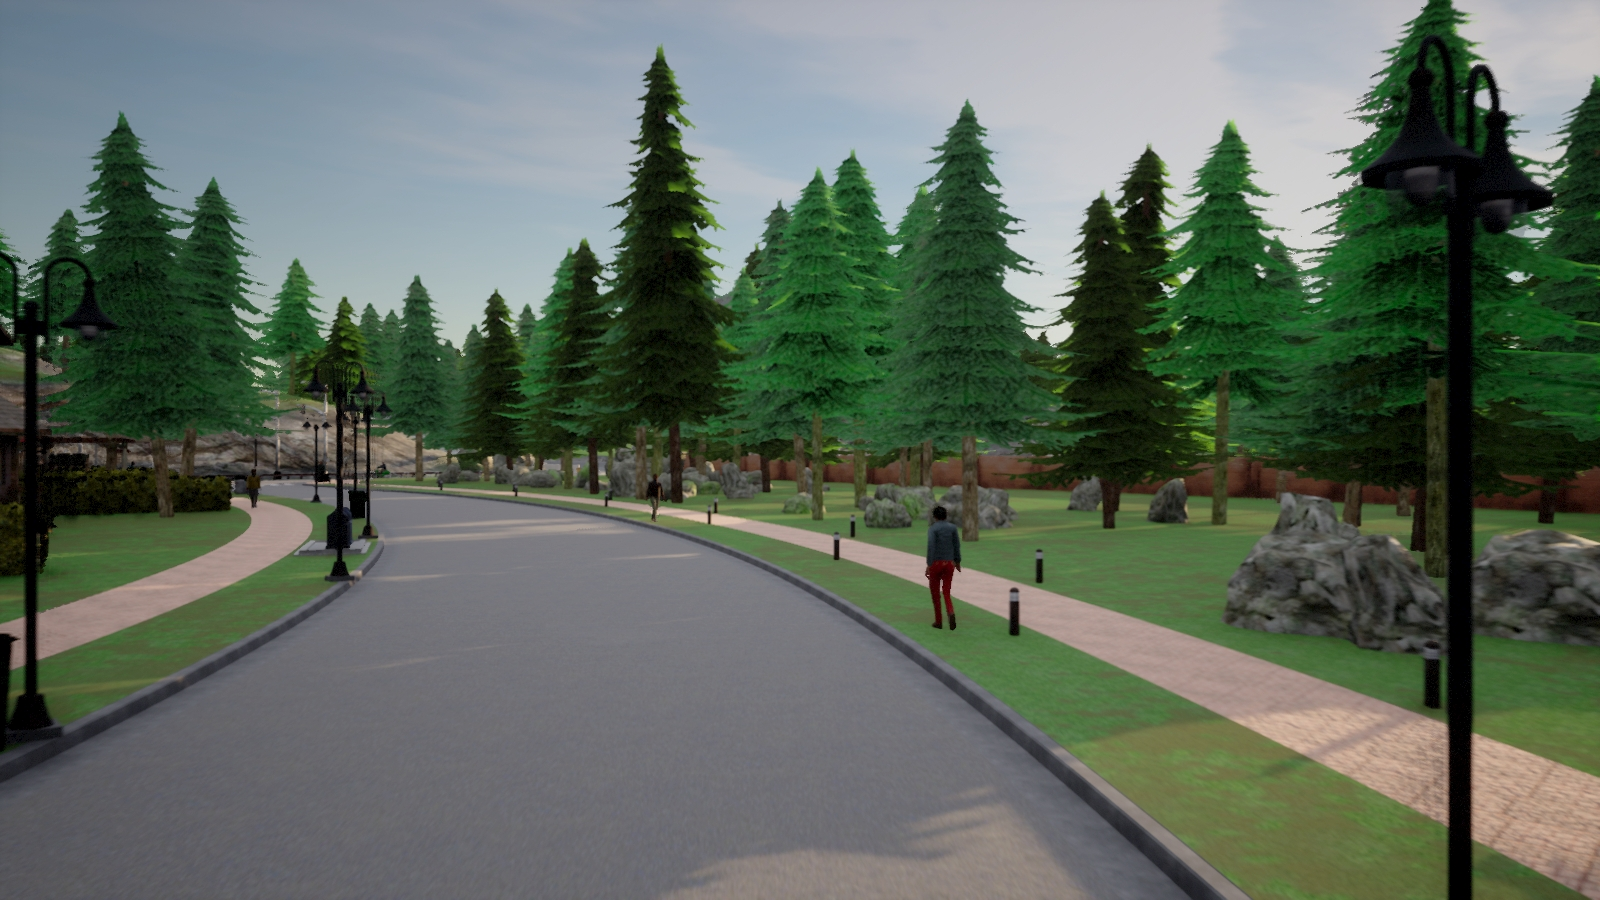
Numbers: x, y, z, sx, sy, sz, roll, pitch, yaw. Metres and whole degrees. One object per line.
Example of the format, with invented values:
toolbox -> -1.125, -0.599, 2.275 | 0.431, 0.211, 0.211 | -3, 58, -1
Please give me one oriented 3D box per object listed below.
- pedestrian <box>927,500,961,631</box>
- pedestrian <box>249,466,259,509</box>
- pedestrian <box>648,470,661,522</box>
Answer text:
pedestrian -> 2.094, 1.665, 16.651 | 0.375, 1.860, 0.375 | 0, 0, -16
pedestrian -> -24.290, 1.667, 50.832 | 0.375, 1.860, 0.375 | 0, 0, -30
pedestrian -> -5.287, 1.666, 41.437 | 0.375, 1.860, 0.375 | 0, 0, -22
